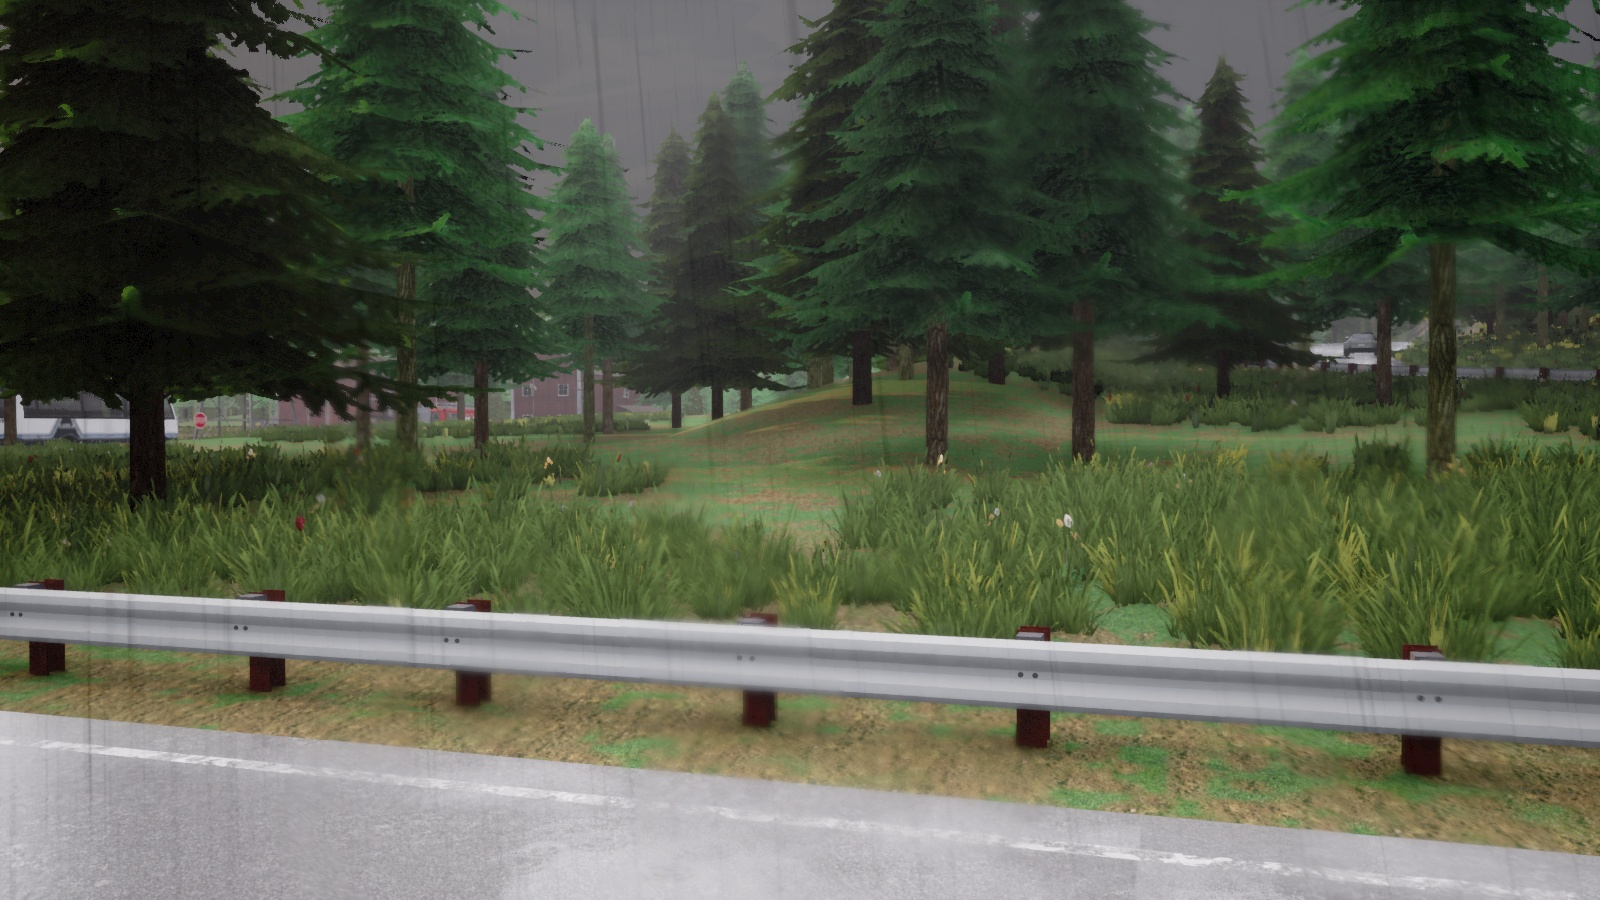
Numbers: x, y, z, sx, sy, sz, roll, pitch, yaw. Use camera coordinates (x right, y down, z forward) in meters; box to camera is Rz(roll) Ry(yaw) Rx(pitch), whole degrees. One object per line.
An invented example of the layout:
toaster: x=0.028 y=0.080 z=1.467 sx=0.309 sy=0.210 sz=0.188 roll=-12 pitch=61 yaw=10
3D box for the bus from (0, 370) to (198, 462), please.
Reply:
bus: x=-35.725 y=-1.667 z=63.053 sx=3.944 sy=4.253 sz=10.273 roll=1 pitch=1 yaw=17

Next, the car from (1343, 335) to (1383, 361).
car: x=33.543 y=-6.074 z=74.738 sx=1.994 sy=1.385 sz=4.181 roll=1 pitch=6 yaw=26
